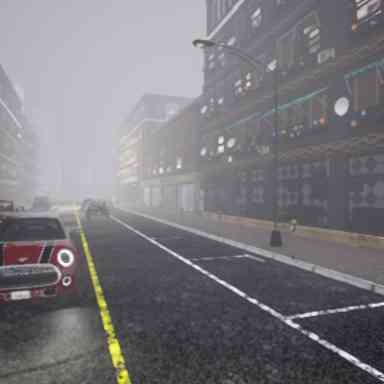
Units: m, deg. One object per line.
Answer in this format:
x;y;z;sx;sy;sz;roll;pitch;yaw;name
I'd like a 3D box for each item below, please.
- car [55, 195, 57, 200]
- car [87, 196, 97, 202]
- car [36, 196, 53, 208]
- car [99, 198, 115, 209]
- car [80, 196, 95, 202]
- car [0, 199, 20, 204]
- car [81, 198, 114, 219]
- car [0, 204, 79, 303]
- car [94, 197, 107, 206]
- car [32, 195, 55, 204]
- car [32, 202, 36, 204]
-23.787;1.598;54.752;1.887;1.381;4.507;1;0;-20;car
-23.638;1.686;78.799;2.008;1.369;4.403;1;0;-20;car
-21.855;1.487;49.456;1.967;1.590;4.097;1;0;-20;car
-12.108;1.622;47.190;1.752;1.417;4.829;1;0;-20;car
-13.283;1.552;42.808;1.882;1.535;5.008;0;0;-20;car
-10.265;1.319;17.688;2.192;1.841;5.009;1;0;-20;car
-8.506;1.548;29.716;2.128;1.511;4.902;0;0;-20;car
-4.021;1.359;8.381;2.097;1.767;4.553;0;0;-21;car
-15.913;1.654;57.620;1.887;1.381;4.507;1;0;-20;car
-19.922;1.355;44.163;2.192;1.841;5.009;1;0;-20;car
-12.199;1.594;22.981;1.802;1.307;4.206;1;0;-20;car
